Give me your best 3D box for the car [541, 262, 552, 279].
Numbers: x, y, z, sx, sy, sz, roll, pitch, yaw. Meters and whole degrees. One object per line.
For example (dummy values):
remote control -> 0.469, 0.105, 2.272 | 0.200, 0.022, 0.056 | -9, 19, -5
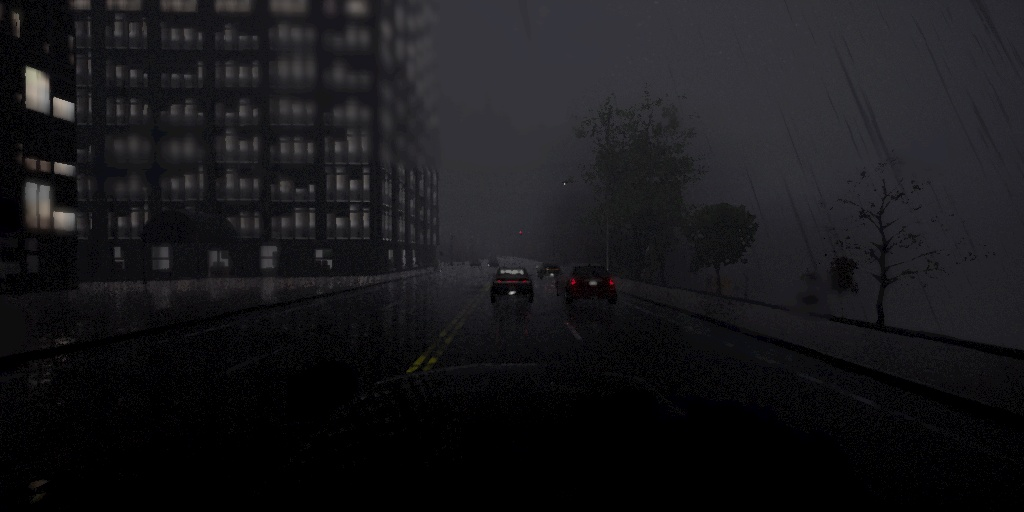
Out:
car -> 3.250, 1.259, 31.503 | 1.837, 1.490, 4.892 | 0, 0, 0

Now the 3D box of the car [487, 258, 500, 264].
car -> -3.250, 1.144, 64.504 | 2.097, 1.767, 4.553 | 0, 0, 0

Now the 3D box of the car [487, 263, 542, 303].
car -> 0.000, 1.240, 16.501 | 2.128, 1.511, 4.902 | 0, 0, 0

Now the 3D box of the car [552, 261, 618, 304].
car -> 3.250, 1.111, 16.472 | 2.097, 1.767, 4.553 | 0, 0, 0

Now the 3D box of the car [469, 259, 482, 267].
car -> -6.501, 1.301, 64.475 | 1.837, 1.490, 4.892 | 0, 0, 0
